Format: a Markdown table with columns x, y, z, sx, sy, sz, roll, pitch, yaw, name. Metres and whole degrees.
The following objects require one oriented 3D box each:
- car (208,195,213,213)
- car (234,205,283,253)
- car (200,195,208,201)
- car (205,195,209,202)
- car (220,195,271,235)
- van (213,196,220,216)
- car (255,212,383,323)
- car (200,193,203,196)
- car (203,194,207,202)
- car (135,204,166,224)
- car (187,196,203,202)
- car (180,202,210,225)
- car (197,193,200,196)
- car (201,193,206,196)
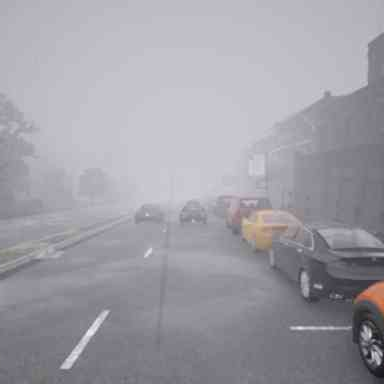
| x | y | z | sx | sy | sz | roll | pitch | yaw | name |
| --- | --- | --- | --- | --- | --- | --- | --- | --- | --- |
| 3.232 | 1.410 | 35.853 | 2.185 | 1.767 | 4.553 | 0 | 0 | 0 | car |
| 3.228 | 1.501 | 13.778 | 2.097 | 1.535 | 5.008 | 0 | 0 | 0 | car |
| 3.227 | 1.622 | 91.006 | 2.231 | 1.521 | 4.892 | 0 | 0 | 0 | car |
| 3.234 | 1.593 | 46.806 | 2.002 | 1.452 | 4.674 | 0 | 0 | 0 | car |
| 3.229 | 1.258 | 19.212 | 2.435 | 2.045 | 5.566 | 0 | 0 | 0 | car |
| 3.231 | 1.301 | 30.475 | 1.878 | 1.987 | 4.442 | 0 | 0 | 0 | van |
| 3.228 | 1.494 | 8.252 | 2.231 | 1.521 | 4.892 | 0 | 0 | 0 | car |
| 3.239 | 1.461 | 68.879 | 2.185 | 1.767 | 4.553 | 0 | 0 | 0 | car |
| 3.234 | 1.562 | 52.327 | 2.231 | 1.521 | 4.892 | 0 | 0 | 0 | car |
| -3.145 | 1.604 | 25.529 | 1.994 | 1.385 | 4.181 | 0 | 0 | 0 | car |
| 0.108 | 1.568 | 41.282 | 1.837 | 1.490 | 4.892 | 0 | 0 | 0 | car |
| 0.105 | 1.639 | 24.436 | 1.895 | 1.301 | 4.718 | 0 | 0 | 0 | car |
| 3.228 | 1.613 | 85.479 | 2.231 | 1.521 | 4.892 | 0 | 0 | 0 | car |
| 3.235 | 1.575 | 63.569 | 1.946 | 1.575 | 5.366 | 0 | 0 | 0 | car |
